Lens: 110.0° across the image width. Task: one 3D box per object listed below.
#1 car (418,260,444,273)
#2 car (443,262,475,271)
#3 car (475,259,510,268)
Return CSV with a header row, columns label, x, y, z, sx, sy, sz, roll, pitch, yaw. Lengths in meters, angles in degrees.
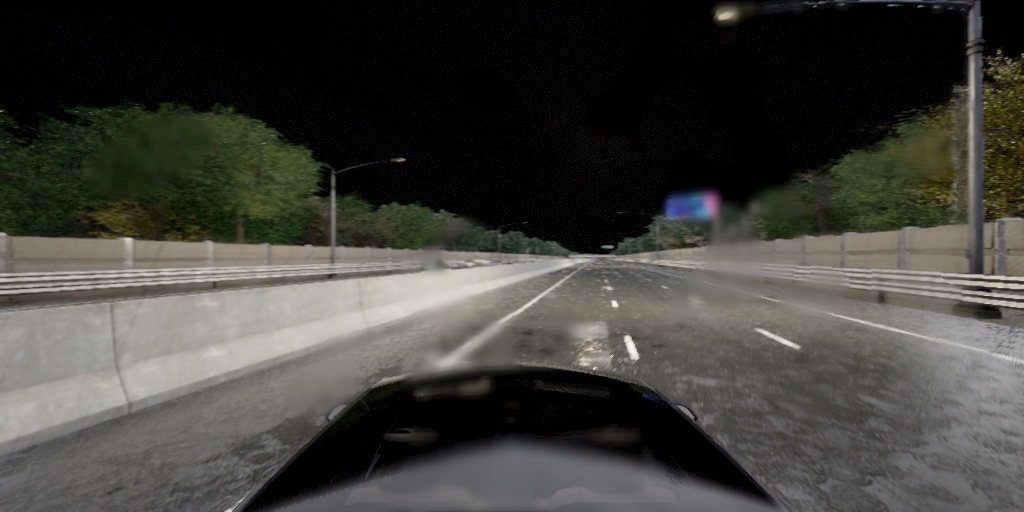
label,x,y,z,sx,sy,sz,roll,pitch,yaw
car,-9.196,1.242,42.020,2.097,1.767,4.553,0,0,14
car,-5.810,1.473,41.144,1.895,1.301,4.718,0,0,14
car,-2.133,1.405,41.467,2.033,1.411,5.357,0,0,14
